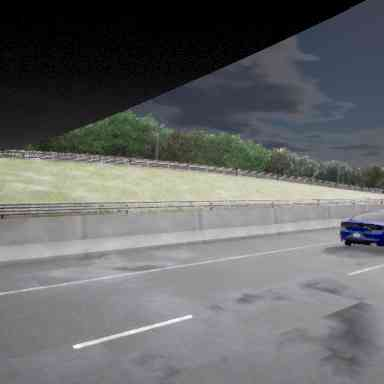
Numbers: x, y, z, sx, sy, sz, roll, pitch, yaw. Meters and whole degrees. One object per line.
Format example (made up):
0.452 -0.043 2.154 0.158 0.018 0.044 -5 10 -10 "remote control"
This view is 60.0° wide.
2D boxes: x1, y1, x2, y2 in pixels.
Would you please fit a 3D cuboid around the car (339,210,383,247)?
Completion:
8.271 1.498 14.068 5.008 1.535 1.882 0 0 -36 "car"
